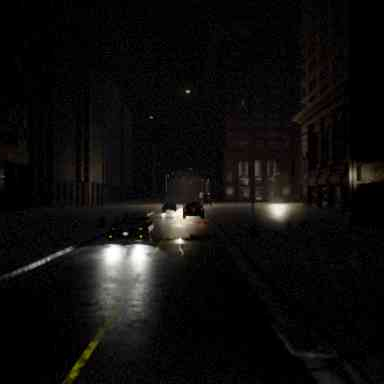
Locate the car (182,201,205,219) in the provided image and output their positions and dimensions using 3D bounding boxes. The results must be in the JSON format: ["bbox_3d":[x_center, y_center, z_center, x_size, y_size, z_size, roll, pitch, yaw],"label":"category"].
[{"bbox_3d":[0.102,1.762,33.800,2.097,1.767,4.553,0,-1,-2],"label":"car"}]

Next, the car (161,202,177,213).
[{"bbox_3d":[-3.095,2.074,45.991,1.812,1.442,4.674,0,-1,0],"label":"car"}]

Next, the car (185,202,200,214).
[{"bbox_3d":[0.074,2.090,43.958,1.994,1.385,4.181,0,-1,0],"label":"car"}]

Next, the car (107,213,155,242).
[{"bbox_3d":[-3.097,1.783,17.507,1.994,1.385,4.181,0,-1,0],"label":"car"}]
